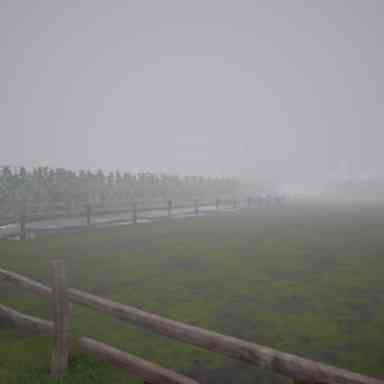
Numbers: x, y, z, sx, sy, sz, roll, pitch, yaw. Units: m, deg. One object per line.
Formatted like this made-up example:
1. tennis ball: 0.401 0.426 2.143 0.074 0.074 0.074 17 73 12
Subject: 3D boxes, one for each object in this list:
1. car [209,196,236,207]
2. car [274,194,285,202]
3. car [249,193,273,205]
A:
1. car: 4.003 1.159 43.672 1.895 1.301 4.718 1 1 31
2. car: 14.352 1.003 56.095 1.895 1.301 4.718 1 1 29
3. car: 9.585 0.868 47.514 2.097 1.767 4.553 1 1 30
